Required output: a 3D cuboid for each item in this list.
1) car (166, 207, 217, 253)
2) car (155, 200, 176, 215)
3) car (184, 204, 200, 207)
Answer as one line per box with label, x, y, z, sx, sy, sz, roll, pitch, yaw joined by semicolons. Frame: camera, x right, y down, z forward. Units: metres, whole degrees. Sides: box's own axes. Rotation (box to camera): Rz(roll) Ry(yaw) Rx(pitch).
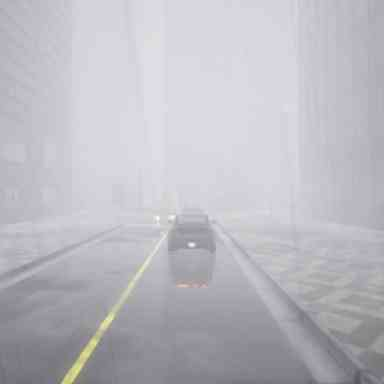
car;0.002;1.641;14.301;1.837;1.490;4.892;0;0;0
car;-3.009;1.701;38.679;2.097;1.767;4.553;0;0;0
car;0.000;1.760;29.295;2.128;1.511;4.902;0;0;0
